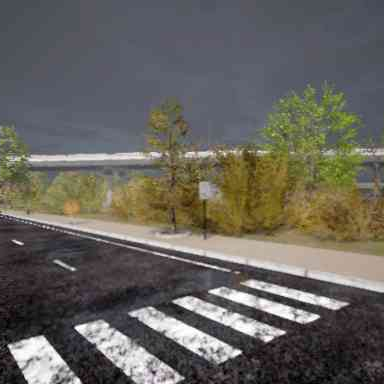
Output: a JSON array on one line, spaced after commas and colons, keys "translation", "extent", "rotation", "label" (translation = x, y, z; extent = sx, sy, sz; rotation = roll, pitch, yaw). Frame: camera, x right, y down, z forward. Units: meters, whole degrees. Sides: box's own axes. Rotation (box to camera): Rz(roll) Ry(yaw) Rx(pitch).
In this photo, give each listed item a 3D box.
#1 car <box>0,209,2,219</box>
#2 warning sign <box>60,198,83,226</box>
[{"translation": [-22.025, 2.148, 36.227], "extent": [2.128, 1.511, 4.902], "rotation": [-1, 0, -38], "label": "car"}, {"translation": [-8.633, 1.390, 23.813], "extent": [1.300, 1.860, 1.060], "rotation": [1, 0, -38], "label": "warning sign"}]
